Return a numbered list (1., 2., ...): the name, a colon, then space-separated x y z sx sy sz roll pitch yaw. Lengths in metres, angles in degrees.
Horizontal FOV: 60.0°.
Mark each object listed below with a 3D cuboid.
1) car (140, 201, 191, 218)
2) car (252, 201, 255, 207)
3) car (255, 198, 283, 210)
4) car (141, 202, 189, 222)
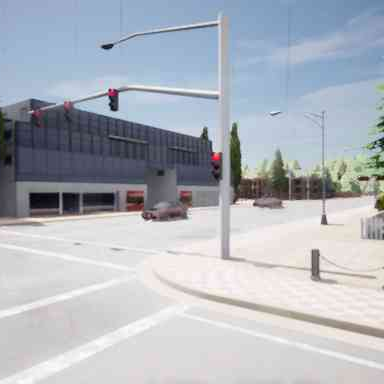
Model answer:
1. car: -2.501 1.654 33.103 2.033 1.411 5.357 0 0 36
2. car: 11.028 1.670 51.806 1.994 1.385 4.181 0 0 36
3. car: 10.895 1.566 45.690 1.882 1.535 5.008 0 -1 36
4. car: -2.211 1.653 27.506 1.994 1.385 4.181 0 0 36
